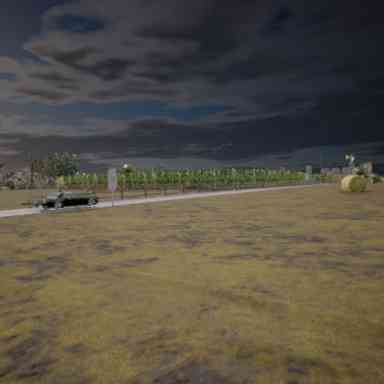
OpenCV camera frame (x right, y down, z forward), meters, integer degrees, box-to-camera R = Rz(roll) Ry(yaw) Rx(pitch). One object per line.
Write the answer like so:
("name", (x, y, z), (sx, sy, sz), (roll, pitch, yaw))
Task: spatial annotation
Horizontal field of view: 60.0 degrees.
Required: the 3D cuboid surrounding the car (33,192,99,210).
("car", (-9.677, 0.645, 25.955), (1.895, 1.301, 4.718), (-1, 2, 37))
